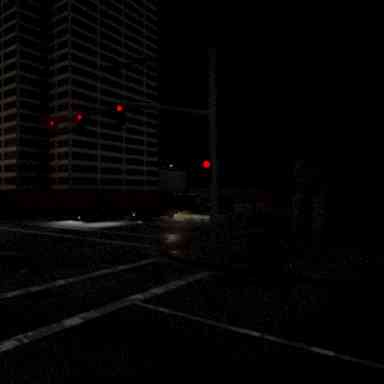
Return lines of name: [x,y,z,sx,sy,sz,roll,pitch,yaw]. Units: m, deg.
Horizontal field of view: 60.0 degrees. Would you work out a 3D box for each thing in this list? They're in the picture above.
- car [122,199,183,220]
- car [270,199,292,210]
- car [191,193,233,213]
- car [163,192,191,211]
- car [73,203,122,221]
car: [-3.352,1.617,29.279,2.128,1.511,4.902,0,0,35]
car: [12.073,1.667,44.754,1.994,1.385,4.181,0,0,35]
car: [2.630,1.347,37.747,2.150,2.045,5.566,0,0,36]
car: [-1.517,1.369,37.949,2.150,2.045,5.566,0,0,35]
car: [-7.663,1.695,29.240,2.033,1.411,5.357,0,0,35]
